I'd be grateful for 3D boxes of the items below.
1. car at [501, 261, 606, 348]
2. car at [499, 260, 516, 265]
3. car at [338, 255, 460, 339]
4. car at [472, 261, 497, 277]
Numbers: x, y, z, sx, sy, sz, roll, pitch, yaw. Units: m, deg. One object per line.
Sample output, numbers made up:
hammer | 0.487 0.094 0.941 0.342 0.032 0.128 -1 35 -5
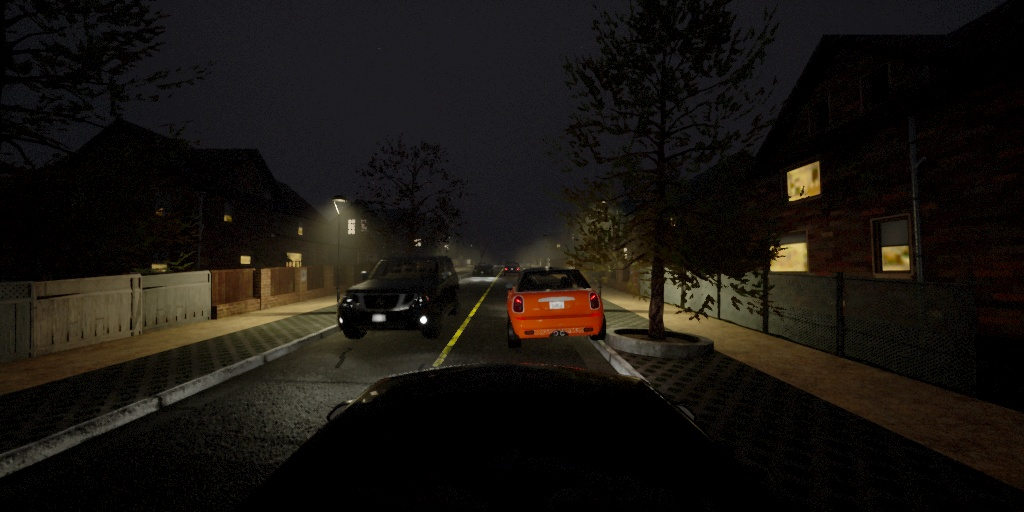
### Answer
car | 0.910 1.060 9.443 2.097 1.767 4.553 -3 -1 0
car | 0.021 1.361 38.220 2.033 1.411 5.357 0 0 0
car | -2.864 0.982 10.461 2.150 2.045 5.566 0 0 0
car | -2.803 1.371 35.716 1.994 1.385 4.181 0 0 0
